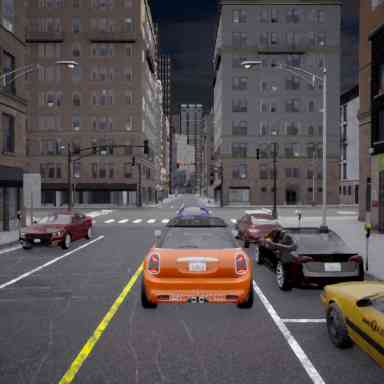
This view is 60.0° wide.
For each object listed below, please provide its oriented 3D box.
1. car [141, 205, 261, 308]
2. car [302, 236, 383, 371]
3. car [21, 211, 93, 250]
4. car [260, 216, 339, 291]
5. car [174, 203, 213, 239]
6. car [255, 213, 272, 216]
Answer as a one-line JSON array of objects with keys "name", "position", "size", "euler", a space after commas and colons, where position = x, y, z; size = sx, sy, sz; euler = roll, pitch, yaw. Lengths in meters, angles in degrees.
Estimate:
[{"name": "car", "position": [0.099, 1.350, 8.051], "size": [2.097, 1.767, 4.553], "euler": [0, 0, 0]}, {"name": "car", "position": [2.867, 1.524, 3.437], "size": [1.752, 1.417, 4.829], "euler": [-1, 0, 0]}, {"name": "car", "position": [-5.675, 1.540, 14.438], "size": [1.887, 1.381, 4.507], "euler": [-1, 0, 0]}, {"name": "car", "position": [2.869, 1.563, 8.854], "size": [1.947, 1.339, 4.313], "euler": [-1, 0, 0]}, {"name": "car", "position": [0.105, 1.472, 18.339], "size": [1.882, 1.535, 5.008], "euler": [0, 0, 1]}, {"name": "car", "position": [2.870, 1.577, 14.439], "size": [1.802, 1.307, 4.206], "euler": [-1, 0, 0]}]
